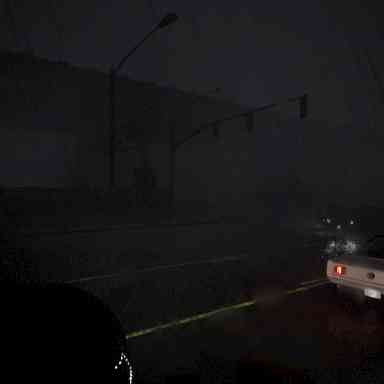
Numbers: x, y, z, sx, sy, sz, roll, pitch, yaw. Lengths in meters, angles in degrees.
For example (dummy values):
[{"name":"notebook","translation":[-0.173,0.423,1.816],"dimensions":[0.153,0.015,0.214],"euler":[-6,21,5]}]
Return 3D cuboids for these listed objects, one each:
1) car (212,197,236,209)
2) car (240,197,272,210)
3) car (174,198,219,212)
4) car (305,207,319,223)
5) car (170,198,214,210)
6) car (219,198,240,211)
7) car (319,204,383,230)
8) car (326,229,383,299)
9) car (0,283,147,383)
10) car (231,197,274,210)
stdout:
[{"name":"car","translation":[3.868,1.295,39.152],"dimensions":[1.853,1.218,4.536],"euler":[0,0,18]},{"name":"car","translation":[7.710,1.295,42.856],"dimensions":[4.536,1.218,1.853],"euler":[0,0,-7]},{"name":"car","translation":[0.107,1.453,36.418],"dimensions":[4.974,1.542,2.038],"euler":[0,0,8]},{"name":"car","translation":[10.050,1.564,24.060],"dimensions":[4.181,1.385,1.994],"euler":[0,0,-36]},{"name":"car","translation":[0.056,1.295,36.425],"dimensions":[4.536,1.218,1.853],"euler":[0,0,8]},{"name":"car","translation":[3.852,1.453,39.103],"dimensions":[2.038,1.542,4.974],"euler":[0,0,18]},{"name":"car","translation":[10.271,1.547,19.919],"dimensions":[5.357,1.411,2.033],"euler":[0,0,-36]},{"name":"car","translation":[5.180,1.601,7.470],"dimensions":[4.718,1.301,1.895],"euler":[0,0,-35]},{"name":"car","translation":[-2.965,1.219,1.635],"dimensions":[5.566,2.045,2.150],"euler":[0,0,-35]},{"name":"car","translation":[7.762,1.453,42.863],"dimensions":[4.974,1.542,2.038],"euler":[0,0,-7]}]
